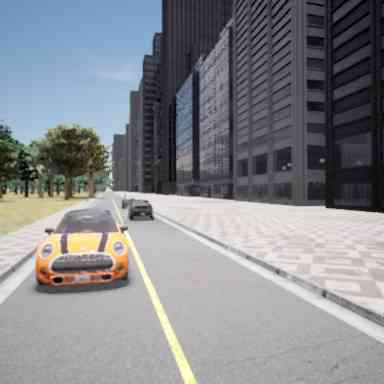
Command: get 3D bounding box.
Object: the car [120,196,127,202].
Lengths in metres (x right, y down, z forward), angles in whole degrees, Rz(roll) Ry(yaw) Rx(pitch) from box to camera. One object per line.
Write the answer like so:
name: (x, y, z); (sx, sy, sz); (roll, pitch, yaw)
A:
car: (-8.114, 1.297, 42.825); (2.128, 1.511, 4.902); (0, 0, -14)

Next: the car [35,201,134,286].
car: (-2.958, 1.313, 9.494); (2.097, 1.767, 4.553); (0, 0, -14)

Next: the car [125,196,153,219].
car: (-4.336, 1.390, 27.712); (1.837, 1.490, 4.892); (0, 1, -14)
